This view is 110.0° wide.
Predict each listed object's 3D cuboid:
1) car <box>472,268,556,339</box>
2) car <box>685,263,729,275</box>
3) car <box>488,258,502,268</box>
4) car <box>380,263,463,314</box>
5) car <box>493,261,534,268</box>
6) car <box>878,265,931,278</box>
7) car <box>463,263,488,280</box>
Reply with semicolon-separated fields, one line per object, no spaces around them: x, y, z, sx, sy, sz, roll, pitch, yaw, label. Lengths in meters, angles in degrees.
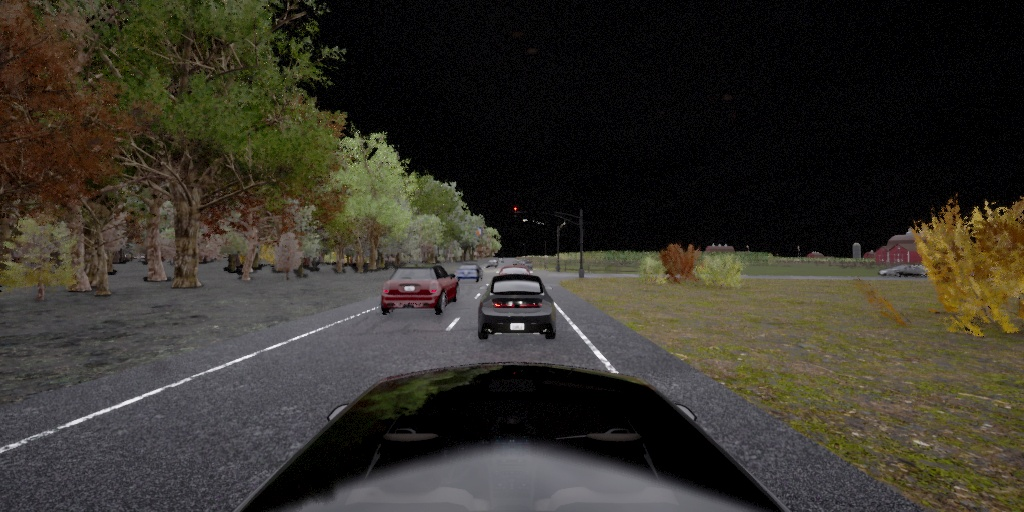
0.115;1.257;10.061;1.837;1.490;4.892;0;0;0;car
22.906;1.548;42.096;4.902;1.511;2.128;1;-1;0;car
-3.298;1.302;62.845;2.033;1.411;5.357;0;0;0;car
-3.378;1.105;13.965;2.097;1.767;4.553;0;0;0;car
0.134;1.232;19.424;1.882;1.535;5.008;0;0;0;car
45.793;1.799;41.919;4.902;1.511;2.128;1;-1;1;car
-3.355;1.303;28.791;2.033;1.411;5.357;0;0;0;car
